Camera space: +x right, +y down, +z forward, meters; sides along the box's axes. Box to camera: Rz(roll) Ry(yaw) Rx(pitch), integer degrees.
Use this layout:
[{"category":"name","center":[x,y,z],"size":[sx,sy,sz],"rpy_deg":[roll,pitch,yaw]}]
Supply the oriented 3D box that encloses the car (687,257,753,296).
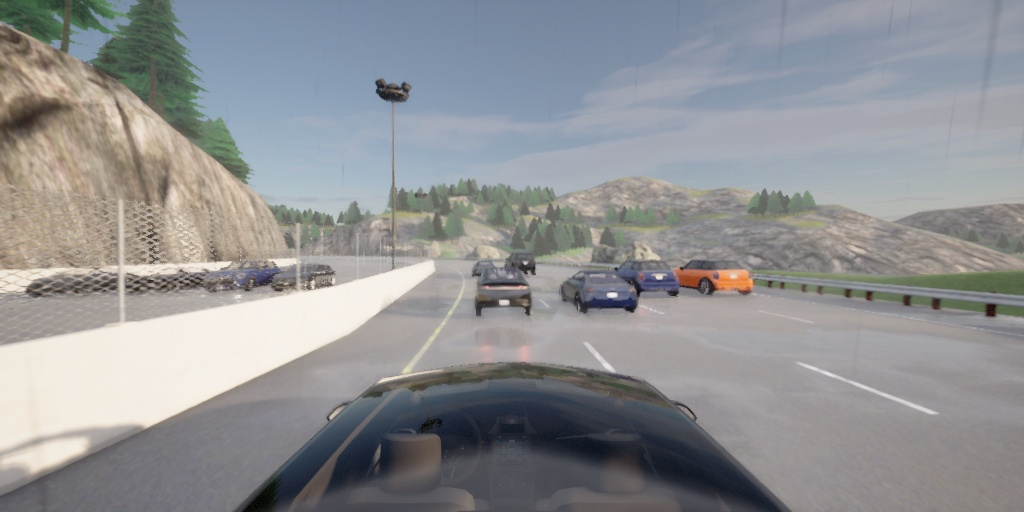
[{"category":"car","center":[9.751,0.928,18.149],"size":[2.097,1.767,4.553],"rpy_deg":[0,0,-4]}]

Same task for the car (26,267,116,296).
[{"category":"car","center":[-21.968,1.254,18.675],"size":[1.994,1.385,4.181],"rpy_deg":[0,0,-6]}]

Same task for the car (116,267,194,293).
[{"category":"car","center":[-18.565,1.274,19.968],"size":[1.895,1.301,4.718],"rpy_deg":[0,0,-7]}]

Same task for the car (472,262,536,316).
[{"category":"car","center":[-0.373,1.148,13.000],"size":[2.128,1.511,4.902],"rpy_deg":[0,0,-4]}]

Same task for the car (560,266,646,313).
[{"category":"car","center":[3.094,1.203,13.504],"size":[1.994,1.385,4.181],"rpy_deg":[0,0,-4]}]

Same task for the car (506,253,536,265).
[{"category":"car","center":[0.720,0.702,33.407],"size":[2.150,2.045,5.566],"rpy_deg":[0,0,-10]}]

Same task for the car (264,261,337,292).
[{"category":"car","center":[-11.577,1.149,20.363],"size":[1.837,1.490,4.892],"rpy_deg":[0,0,-6]}]

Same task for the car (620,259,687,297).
[{"category":"car","center":[6.266,0.944,17.774],"size":[2.097,1.767,4.553],"rpy_deg":[0,0,-5]}]

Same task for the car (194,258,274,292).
[{"category":"car","center":[-15.096,1.008,20.425],"size":[2.097,1.767,4.553],"rpy_deg":[0,0,-7]}]
